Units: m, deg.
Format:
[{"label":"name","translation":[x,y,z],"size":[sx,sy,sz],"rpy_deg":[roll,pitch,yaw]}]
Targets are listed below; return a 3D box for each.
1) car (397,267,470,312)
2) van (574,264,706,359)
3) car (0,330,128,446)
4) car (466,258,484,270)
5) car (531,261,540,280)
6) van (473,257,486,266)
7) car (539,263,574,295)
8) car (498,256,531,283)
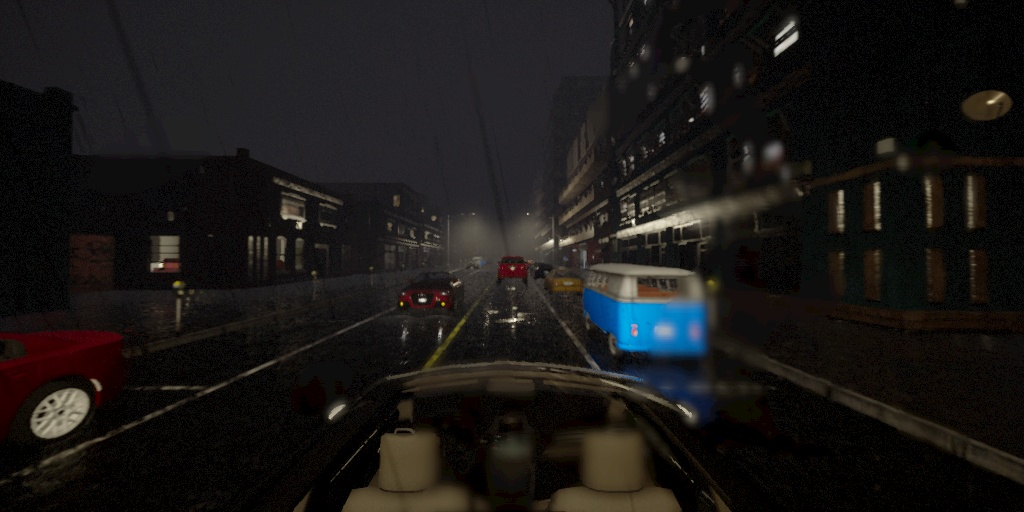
[{"label":"car","translation":[-3.029,1.318,14.155],"size":[1.994,1.385,4.181],"rpy_deg":[0,0,0]},{"label":"van","translation":[2.690,1.093,8.191],"size":[1.690,1.789,3.998],"rpy_deg":[0,0,0]},{"label":"car","translation":[-5.690,1.295,2.572],"size":[1.888,1.381,4.507],"rpy_deg":[0,0,0]},{"label":"car","translation":[-5.702,1.306,52.794],"size":[1.948,1.339,4.313],"rpy_deg":[0,0,0]},{"label":"car","translation":[2.684,1.319,30.514],"size":[1.948,1.339,4.313],"rpy_deg":[0,0,0]},{"label":"van","translation":[-5.703,1.077,58.375],"size":[1.690,1.789,3.998],"rpy_deg":[0,0,0]},{"label":"car","translation":[2.687,1.280,19.522],"size":[1.751,1.417,4.829],"rpy_deg":[0,0,0]},{"label":"car","translation":[0.057,0.977,27.741],"size":[2.150,2.045,5.566],"rpy_deg":[0,0,0]}]
